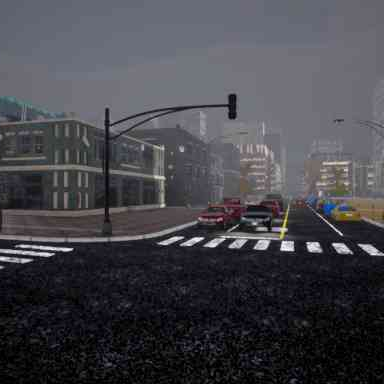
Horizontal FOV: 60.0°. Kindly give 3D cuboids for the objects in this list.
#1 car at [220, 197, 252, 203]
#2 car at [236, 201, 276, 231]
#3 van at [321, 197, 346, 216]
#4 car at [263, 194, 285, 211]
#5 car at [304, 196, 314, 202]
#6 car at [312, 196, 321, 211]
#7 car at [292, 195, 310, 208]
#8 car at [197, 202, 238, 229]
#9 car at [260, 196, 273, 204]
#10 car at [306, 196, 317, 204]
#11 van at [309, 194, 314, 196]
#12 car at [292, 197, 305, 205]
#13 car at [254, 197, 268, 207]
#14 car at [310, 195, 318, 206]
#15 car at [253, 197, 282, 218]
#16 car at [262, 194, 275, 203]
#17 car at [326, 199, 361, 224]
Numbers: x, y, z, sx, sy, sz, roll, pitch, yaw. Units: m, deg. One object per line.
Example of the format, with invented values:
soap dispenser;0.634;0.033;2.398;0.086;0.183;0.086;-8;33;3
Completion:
car;3.199;1.318;26.866;2.192;1.841;5.009;0;0;17
car;4.163;1.528;21.080;1.812;1.442;4.674;0;0;15
van;12.826;1.345;29.765;1.690;1.788;3.998;0;0;17
car;10.111;1.227;40.731;2.150;2.045;5.566;0;0;18
car;27.246;1.580;77.598;1.947;1.339;4.313;0;0;17
car;16.029;1.557;40.394;2.008;1.369;4.403;0;0;17
car;16.102;1.571;49.619;1.994;1.385;4.181;0;0;17
car;1.596;1.584;21.552;1.802;1.307;4.206;0;0;17
car;14.415;1.560;64.070;2.008;1.369;4.403;0;0;17
car;24.091;1.536;67.130;1.752;1.417;4.829;0;0;17
van;22.441;1.351;61.653;1.690;1.788;3.998;0;0;17
car;18.883;1.557;59.186;2.033;1.411;5.357;0;0;17
car;11.161;1.533;53.278;1.752;1.417;4.829;0;0;17
car;19.235;1.574;51.024;1.947;1.339;4.313;0;0;17
car;7.055;1.481;30.689;1.882;1.535;5.008;0;0;17
car;16.018;1.326;69.384;2.192;1.841;5.009;0;0;17
car;11.271;1.529;24.613;1.752;1.417;4.829;0;0;17
